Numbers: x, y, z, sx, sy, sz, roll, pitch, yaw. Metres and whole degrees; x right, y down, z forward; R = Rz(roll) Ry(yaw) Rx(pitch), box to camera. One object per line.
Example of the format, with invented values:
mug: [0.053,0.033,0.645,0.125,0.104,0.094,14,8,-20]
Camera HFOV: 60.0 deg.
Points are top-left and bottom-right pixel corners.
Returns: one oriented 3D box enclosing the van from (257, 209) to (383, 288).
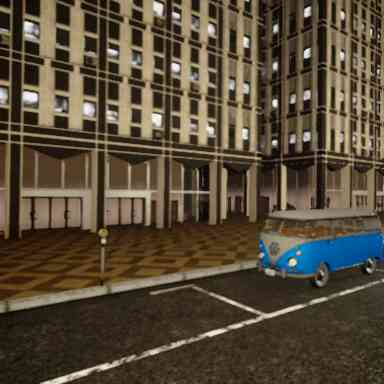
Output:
van: [3.566,1.381,9.072,3.998,1.788,1.690,0,0,-35]
